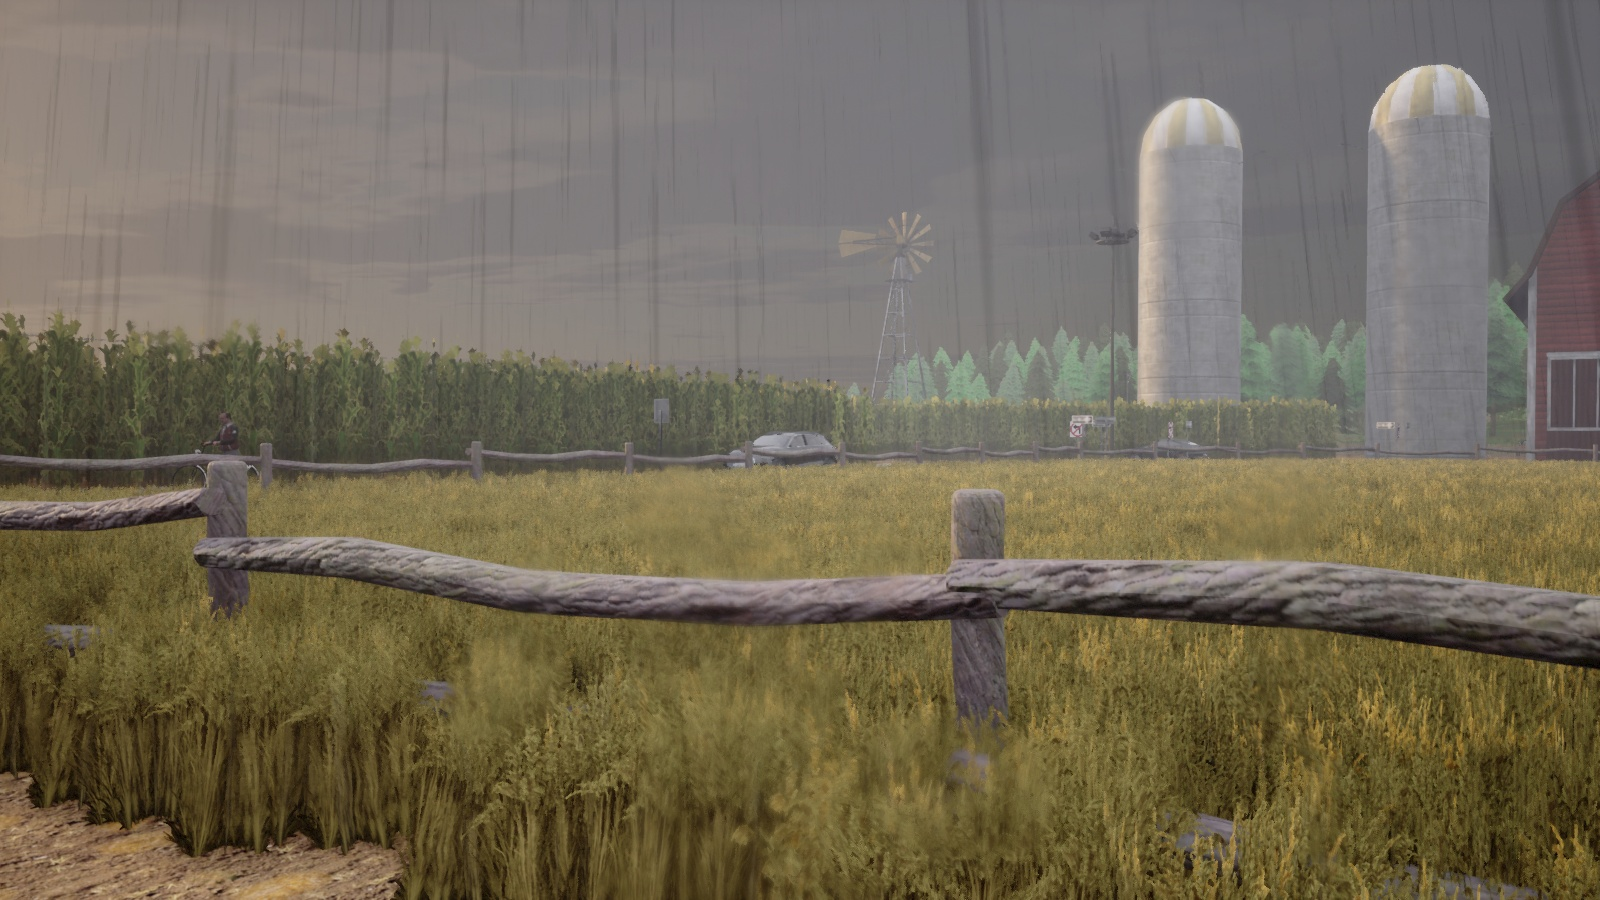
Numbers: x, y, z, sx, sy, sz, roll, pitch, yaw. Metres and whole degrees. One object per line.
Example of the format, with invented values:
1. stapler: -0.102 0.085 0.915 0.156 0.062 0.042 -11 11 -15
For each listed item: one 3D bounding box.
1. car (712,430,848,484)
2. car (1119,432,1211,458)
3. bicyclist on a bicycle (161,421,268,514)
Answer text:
1. car: -0.580 0.196 41.232 2.033 1.649 4.856 0 1 34
2. car: 20.724 -0.291 71.325 4.674 1.442 1.812 0 1 40
3. bicyclist on a bicycle: -11.577 0.329 24.878 0.659 1.776 1.843 0 0 34
